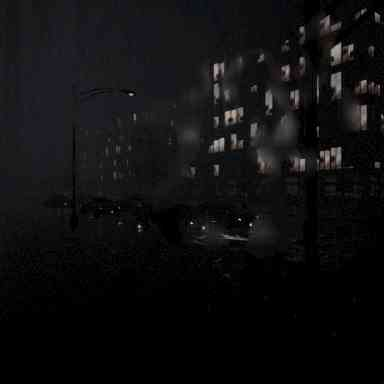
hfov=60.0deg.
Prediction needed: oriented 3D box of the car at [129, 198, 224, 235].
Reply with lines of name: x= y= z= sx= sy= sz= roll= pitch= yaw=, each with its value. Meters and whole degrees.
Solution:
car: x=-1.040 y=1.292 z=17.663 sx=2.033 sy=1.411 sz=5.357 roll=0 pitch=1 yaw=-38

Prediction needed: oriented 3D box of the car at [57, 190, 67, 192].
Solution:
car: x=-25.424 y=0.299 z=64.814 sx=1.812 sy=1.442 sz=4.674 roll=0 pitch=1 yaw=-38

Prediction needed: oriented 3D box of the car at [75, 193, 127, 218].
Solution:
car: x=-7.054 y=1.092 z=25.288 sx=1.812 sy=1.442 sz=4.674 roll=0 pitch=1 yaw=-38

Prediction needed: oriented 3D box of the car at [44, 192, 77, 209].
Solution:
car: x=-13.255 y=0.947 z=33.186 sx=1.994 sy=1.385 sz=4.181 roll=0 pitch=1 yaw=-38

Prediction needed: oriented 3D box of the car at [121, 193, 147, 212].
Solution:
car: x=-4.625 y=0.911 z=27.462 sx=2.097 sy=1.767 sz=4.553 roll=0 pitch=1 yaw=-38

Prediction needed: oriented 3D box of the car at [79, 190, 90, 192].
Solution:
car: x=-18.092 y=0.485 z=55.463 sx=2.128 sy=1.511 sz=4.902 roll=0 pitch=1 yaw=-38

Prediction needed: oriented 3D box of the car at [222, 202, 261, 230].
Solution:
car: x=1.566 y=1.289 z=19.662 sx=2.033 sy=1.411 sz=5.357 roll=0 pitch=1 yaw=-36
